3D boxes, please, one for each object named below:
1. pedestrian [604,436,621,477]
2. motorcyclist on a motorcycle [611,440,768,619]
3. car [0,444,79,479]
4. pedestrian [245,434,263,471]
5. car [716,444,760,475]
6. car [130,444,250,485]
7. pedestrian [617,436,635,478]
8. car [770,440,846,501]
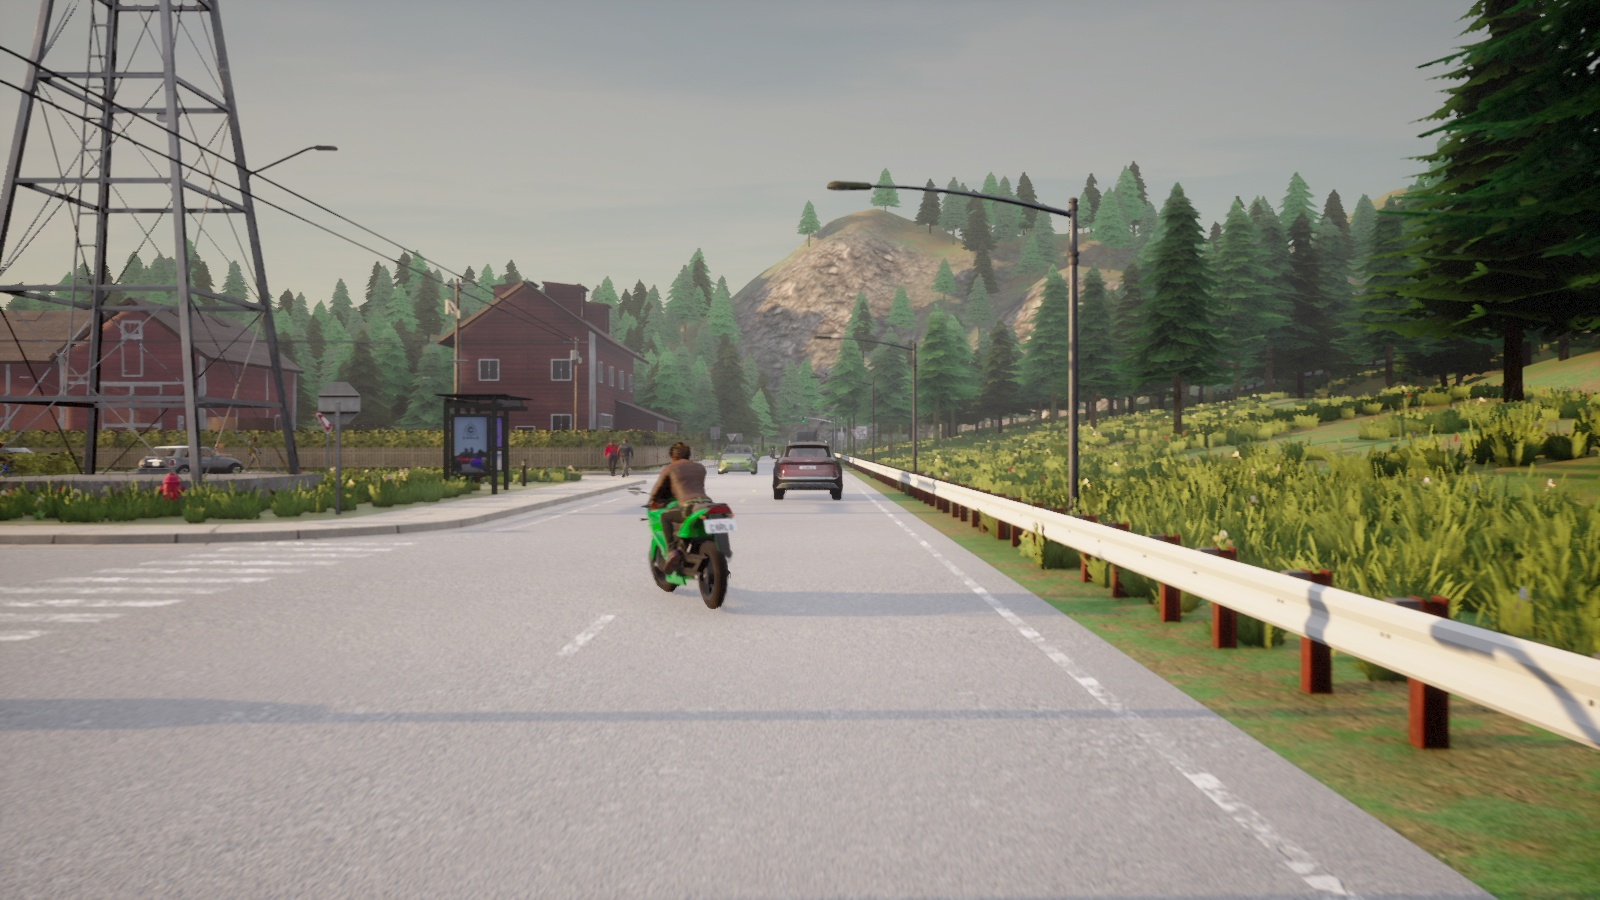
[{"bbox_3d":[-8.646,0.296,57.884,0.634,1.844,0.899,0,0,1],"label":"pedestrian"},{"bbox_3d":[-1.096,0.681,11.930,0.797,1.523,2.044,-2,1,-24],"label":"motorcyclist on a motorcycle"},{"bbox_3d":[-34.811,0.499,55.403,4.792,1.488,2.163,0,0,0],"label":"car"},{"bbox_3d":[-27.351,0.131,62.911,0.726,1.835,0.370,0,0,0],"label":"pedestrian"},{"bbox_3d":[-3.121,0.439,63.864,2.007,1.525,4.514,0,0,0],"label":"car"},{"bbox_3d":[-22.681,0.508,46.835,1.970,1.475,3.806,0,0,16],"label":"car"},{"bbox_3d":[-7.843,0.302,56.562,0.563,1.883,0.849,0,0,12],"label":"pedestrian"},{"bbox_3d":[0.222,0.534,36.227,2.033,1.649,4.856,0,0,0],"label":"car"}]
